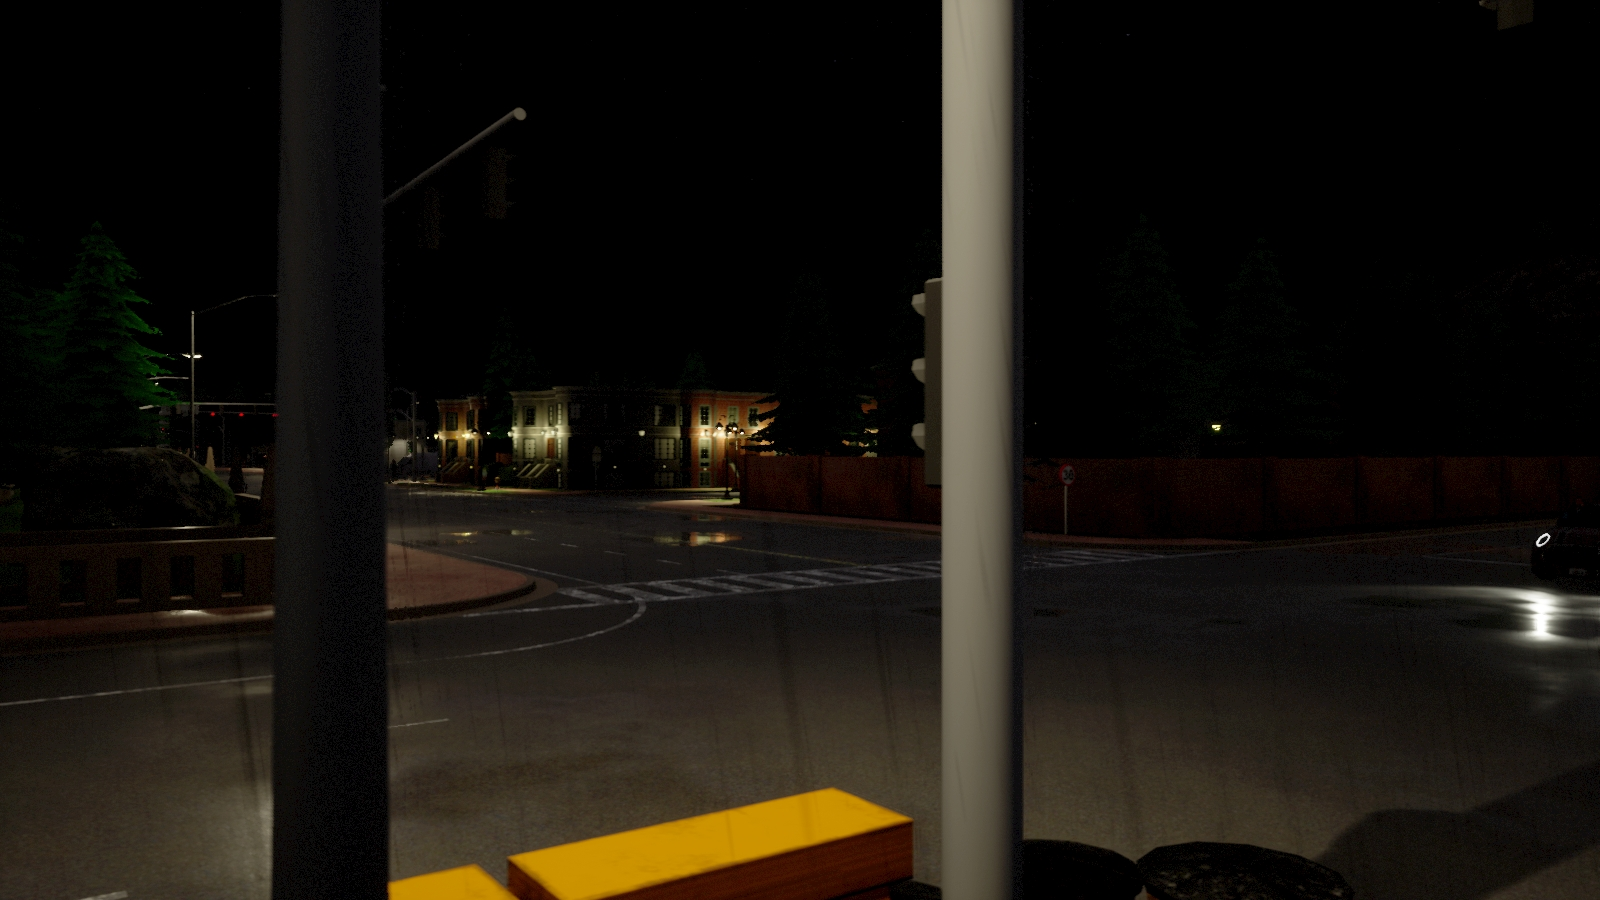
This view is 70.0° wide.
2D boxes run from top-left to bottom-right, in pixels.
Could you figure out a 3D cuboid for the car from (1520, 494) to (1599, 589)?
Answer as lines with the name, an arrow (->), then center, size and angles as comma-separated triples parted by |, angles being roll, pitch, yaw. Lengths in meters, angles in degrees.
car -> 17.807, 1.923, 24.802 | 4.553, 1.767, 2.097 | 0, 0, -35
